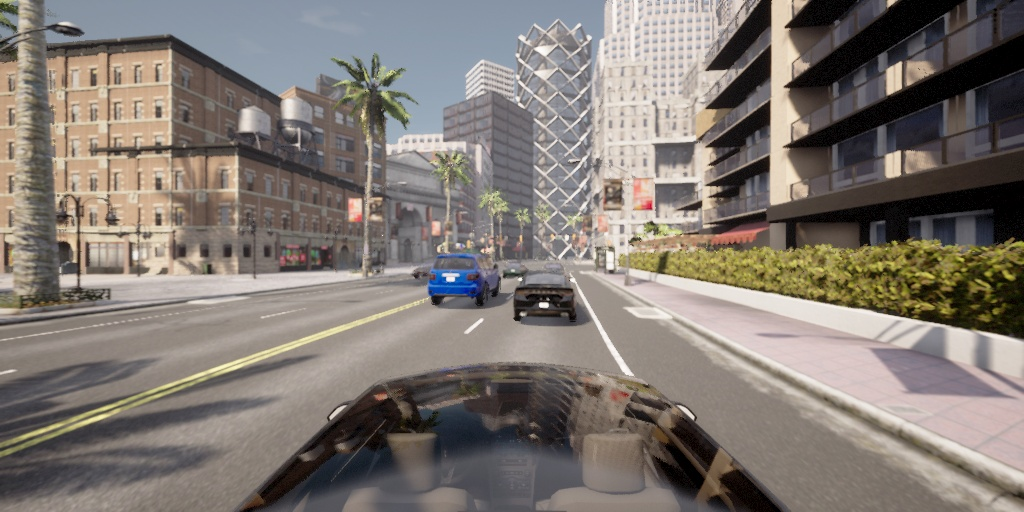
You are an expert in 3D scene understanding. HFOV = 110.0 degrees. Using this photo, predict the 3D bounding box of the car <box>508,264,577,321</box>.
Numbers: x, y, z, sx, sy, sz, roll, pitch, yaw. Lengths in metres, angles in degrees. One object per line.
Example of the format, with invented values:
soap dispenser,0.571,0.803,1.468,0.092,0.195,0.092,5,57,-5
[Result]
car,1.182,1.211,12.437,1.882,1.535,5.008,0,0,7

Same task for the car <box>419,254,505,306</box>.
car,-1.925,0.942,15.907,2.150,2.045,5.566,0,0,7

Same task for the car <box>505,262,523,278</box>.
car,0.369,1.257,33.143,1.994,1.385,4.181,0,0,8

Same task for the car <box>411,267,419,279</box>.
car,-7.022,1.229,31.605,2.033,1.411,5.357,0,0,8
